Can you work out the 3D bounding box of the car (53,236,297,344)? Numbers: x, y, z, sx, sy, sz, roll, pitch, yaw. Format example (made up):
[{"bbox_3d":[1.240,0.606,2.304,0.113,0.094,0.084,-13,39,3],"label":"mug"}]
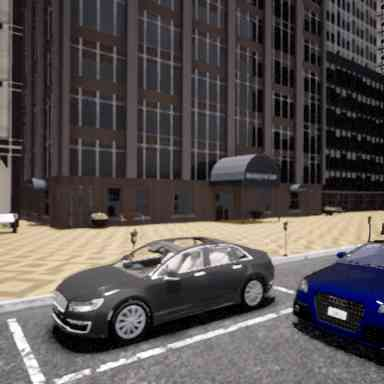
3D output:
[{"bbox_3d":[-0.285,1.581,6.359,4.403,1.369,2.008,1,0,-35],"label":"car"}]

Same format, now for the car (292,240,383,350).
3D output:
[{"bbox_3d":[3.762,1.622,6.059,4.181,1.385,1.994,1,0,-35],"label":"car"}]
